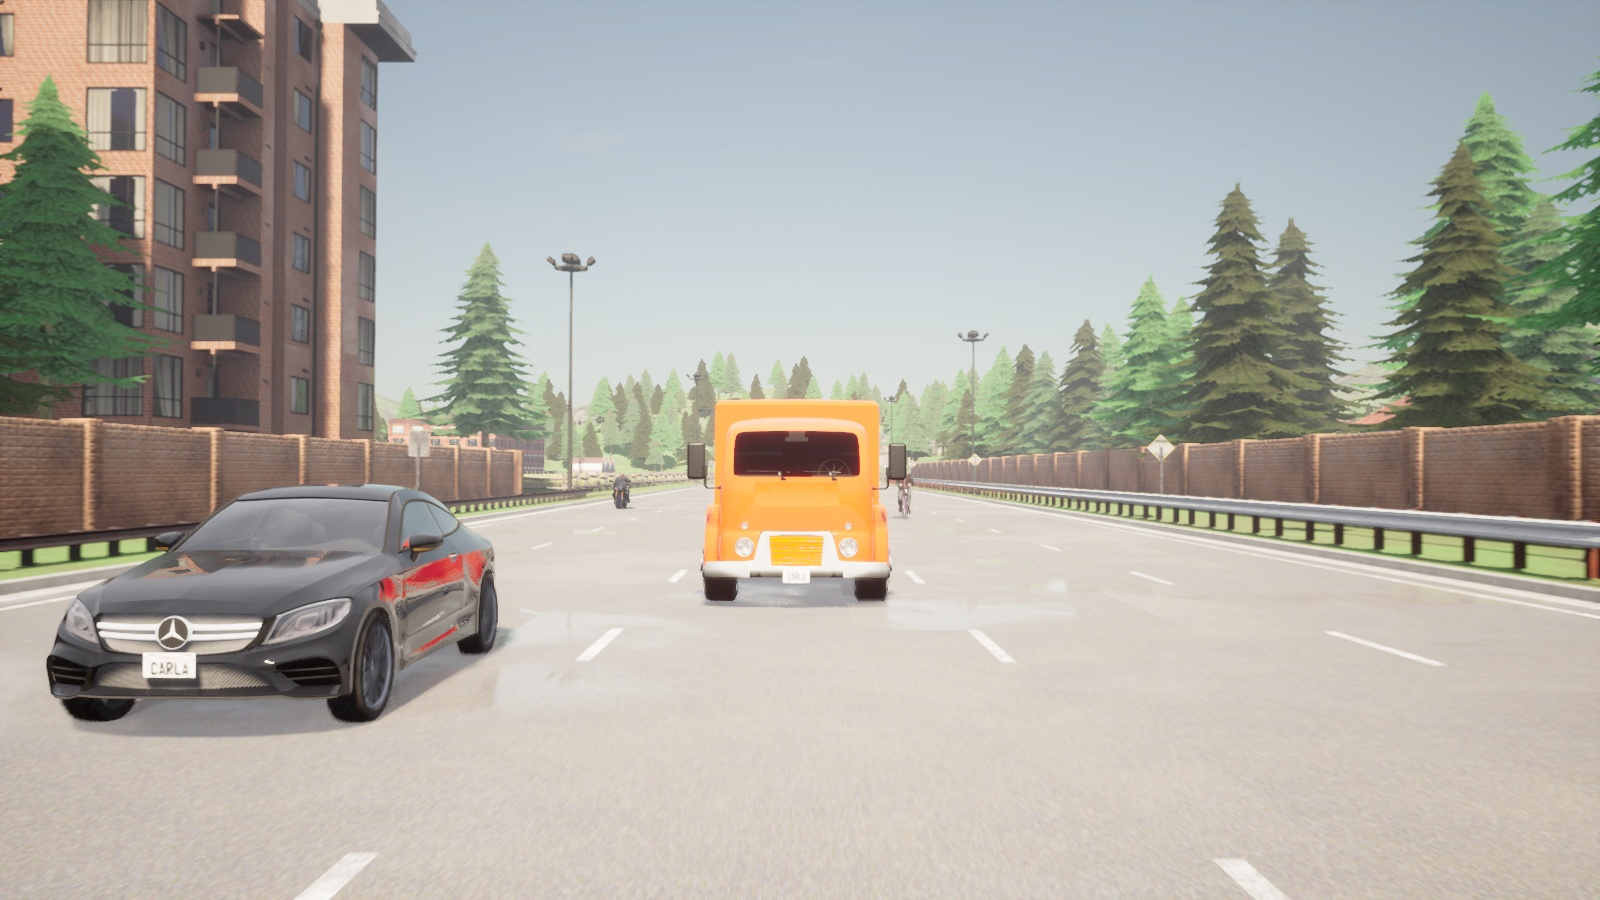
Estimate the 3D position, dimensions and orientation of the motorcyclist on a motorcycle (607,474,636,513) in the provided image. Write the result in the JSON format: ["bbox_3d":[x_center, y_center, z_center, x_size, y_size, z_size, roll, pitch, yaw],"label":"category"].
[{"bbox_3d":[-7.122,1.719,50.269,0.866,1.530,2.191,0,-1,0],"label":"motorcyclist on a motorcycle"}]

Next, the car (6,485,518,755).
[{"bbox_3d":[-3.517,1.011,9.328,1.812,1.442,4.674,0,-1,0],"label":"car"}]

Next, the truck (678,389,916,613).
[{"bbox_3d":[-0.042,0.605,16.504,2.627,2.467,5.204,0,-1,0],"label":"truck"}]
